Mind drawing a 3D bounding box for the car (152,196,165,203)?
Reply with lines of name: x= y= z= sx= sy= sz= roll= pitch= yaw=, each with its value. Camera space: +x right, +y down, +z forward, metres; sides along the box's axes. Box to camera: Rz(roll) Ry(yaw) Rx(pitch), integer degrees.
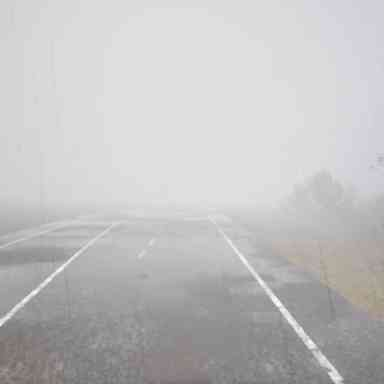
car: x=-7.383 y=1.561 z=70.443 sx=1.837 sy=1.490 sz=4.892 roll=0 pitch=0 yaw=0
